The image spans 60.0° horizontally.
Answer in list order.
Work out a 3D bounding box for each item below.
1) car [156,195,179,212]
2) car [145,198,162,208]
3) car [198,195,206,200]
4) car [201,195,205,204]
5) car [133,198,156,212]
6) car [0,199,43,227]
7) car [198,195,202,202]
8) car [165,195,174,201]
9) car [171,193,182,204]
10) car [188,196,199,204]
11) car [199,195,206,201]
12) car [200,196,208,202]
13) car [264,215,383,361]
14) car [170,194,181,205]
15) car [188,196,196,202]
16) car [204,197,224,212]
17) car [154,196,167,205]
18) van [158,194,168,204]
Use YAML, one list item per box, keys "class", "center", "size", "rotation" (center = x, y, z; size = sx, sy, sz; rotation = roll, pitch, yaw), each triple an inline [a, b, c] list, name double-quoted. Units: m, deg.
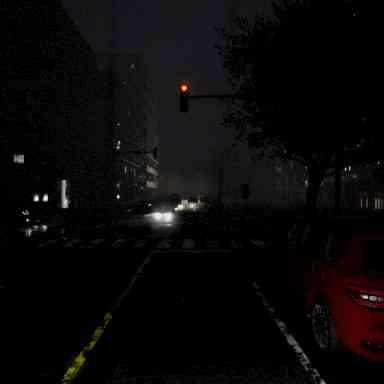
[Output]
- class: "car"
  center: [-3.074, 1.504, 39.188]
  size: [2.128, 1.511, 4.902]
  rotation: [0, 0, 2]
- class: "car"
  center: [-5.665, 1.573, 49.358]
  size: [2.008, 1.369, 4.403]
  rotation: [0, 0, 0]
- class: "car"
  center: [2.736, 1.637, 93.615]
  size: [2.008, 1.369, 4.403]
  rotation: [0, 0, 0]
- class: "car"
  center: [2.715, 1.548, 49.524]
  size: [1.752, 1.417, 4.829]
  rotation: [0, 0, 0]
- class: "car"
  center: [-5.670, 1.562, 38.292]
  size: [2.008, 1.369, 4.403]
  rotation: [0, 0, 0]
- class: "car"
  center: [-11.941, 1.218, 21.152]
  size: [4.553, 1.767, 2.097]
  rotation: [1, 0, 4]
- class: "car"
  center: [2.723, 1.624, 65.951]
  size: [1.802, 1.307, 4.206]
  rotation: [0, 0, 0]
- class: "car"
  center: [-5.650, 1.506, 82.554]
  size: [1.967, 1.590, 4.097]
  rotation: [0, 0, 0]
- class: "car"
  center: [-3.037, 1.256, 60.122]
  size: [2.150, 2.045, 5.566]
  rotation: [0, 0, 0]
- class: "car"
  center: [0.135, 1.608, 67.538]
  size: [1.994, 1.385, 4.181]
  rotation: [0, 0, 0]
- class: "car"
  center: [2.733, 1.620, 88.083]
  size: [1.887, 1.381, 4.507]
  rotation: [0, 0, 0]
- class: "car"
  center: [2.728, 1.583, 77.187]
  size: [1.752, 1.417, 4.829]
  rotation: [0, 0, 0]
- class: "car"
  center: [2.696, 1.315, 5.900]
  size: [2.192, 1.841, 5.009]
  rotation: [0, 0, 0]
- class: "car"
  center: [-3.062, 1.500, 49.409]
  size: [1.882, 1.535, 5.008]
  rotation: [0, 0, 0]
- class: "car"
  center: [0.040, 1.656, 79.369]
  size: [1.895, 1.301, 4.718]
  rotation: [0, 0, 0]
- class: "car"
  center: [2.710, 1.556, 38.288]
  size: [1.887, 1.381, 4.507]
  rotation: [0, 0, 0]
- class: "car"
  center: [-5.660, 1.475, 60.424]
  size: [1.967, 1.590, 4.097]
  rotation: [0, 0, 0]
- class: "van"
  center: [-5.657, 1.383, 65.957]
  size: [1.690, 1.788, 3.998]
  rotation: [0, 0, 0]
